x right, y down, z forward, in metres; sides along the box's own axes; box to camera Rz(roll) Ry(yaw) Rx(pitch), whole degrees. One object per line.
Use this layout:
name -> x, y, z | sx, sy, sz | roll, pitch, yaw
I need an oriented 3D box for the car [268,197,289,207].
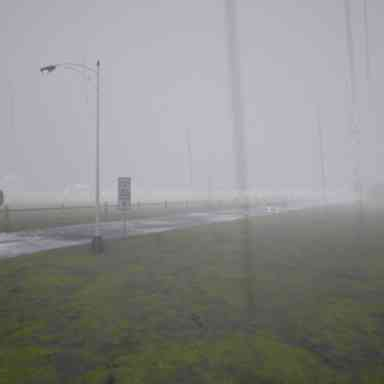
car -> 13.220, 1.511, 50.509 | 2.033, 1.411, 5.357 | 1, 0, 33
